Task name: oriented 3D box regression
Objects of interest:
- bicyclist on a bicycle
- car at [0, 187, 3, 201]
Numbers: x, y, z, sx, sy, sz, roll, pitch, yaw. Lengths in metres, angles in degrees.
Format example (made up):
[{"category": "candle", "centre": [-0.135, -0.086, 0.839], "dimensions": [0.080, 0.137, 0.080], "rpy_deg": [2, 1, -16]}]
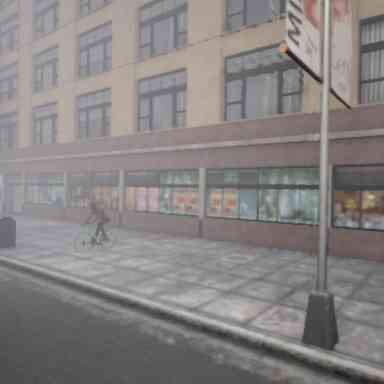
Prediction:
[{"category": "bicyclist on a bicycle", "centre": [-3.118, 1.147, 10.869], "dimensions": [0.582, 1.620, 1.656], "rpy_deg": [1, 1, 37]}, {"category": "car", "centre": [-23.551, 0.436, 40.611], "dimensions": [2.150, 2.045, 5.566], "rpy_deg": [1, 1, 39]}]
